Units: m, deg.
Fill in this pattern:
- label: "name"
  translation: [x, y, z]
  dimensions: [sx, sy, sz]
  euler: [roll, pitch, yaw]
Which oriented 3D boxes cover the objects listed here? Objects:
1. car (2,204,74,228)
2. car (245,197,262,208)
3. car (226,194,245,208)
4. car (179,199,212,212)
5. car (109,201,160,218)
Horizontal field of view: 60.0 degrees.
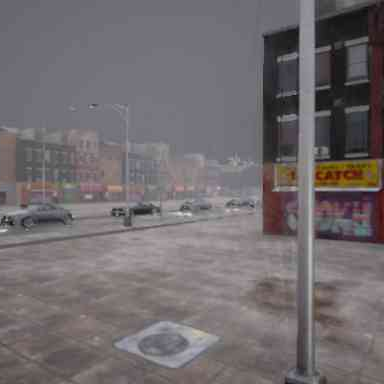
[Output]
- label: "car"
  translation: [-9.778, 1.472, 21.349]
  dimensions: [1.994, 1.385, 4.181]
  euler: [0, 0, 36]
- label: "car"
  translation: [9.240, 1.368, 43.185]
  dimensions: [2.033, 1.411, 5.357]
  euler: [0, 0, 35]
- label: "car"
  translation: [6.523, 1.356, 44.376]
  dimensions: [2.033, 1.411, 5.357]
  euler: [0, 0, 36]
- label: "car"
  translation: [0.446, 1.407, 35.839]
  dimensions: [1.994, 1.385, 4.181]
  euler: [0, 0, 35]
- label: "car"
  translation: [-4.741, 1.476, 28.489]
  dimensions: [1.895, 1.301, 4.718]
  euler: [0, 0, 35]
